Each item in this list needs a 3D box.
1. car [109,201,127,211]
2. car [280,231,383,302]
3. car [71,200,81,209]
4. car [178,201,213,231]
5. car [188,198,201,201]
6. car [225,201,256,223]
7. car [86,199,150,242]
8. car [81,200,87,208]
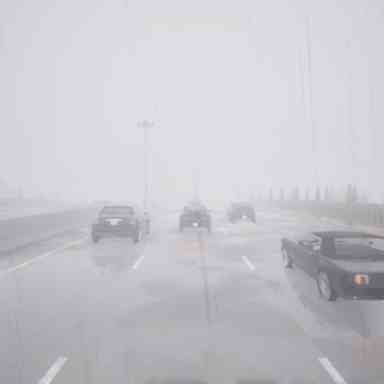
[{"bbox_3d":[-13.707,2.678,61.688,2.128,1.511,4.902,0,-6,0],"label":"car"},{"bbox_3d":[3.636,1.606,8.223,1.895,1.301,4.718,0,0,0],"label":"car"},{"bbox_3d":[-17.262,1.962,52.342,2.033,1.411,5.357,0,-3,1],"label":"car"},{"bbox_3d":[0.192,1.504,20.356,1.837,1.490,4.892,0,0,0],"label":"car"},{"bbox_3d":[0.279,1.506,38.524,1.837,1.490,4.892,0,0,0],"label":"car"},{"bbox_3d":[3.719,1.509,25.943,1.837,1.490,4.892,0,0,0],"label":"car"},{"bbox_3d":[-3.325,1.346,16.354,2.097,1.767,4.553,0,0,0],"label":"car"},{"bbox_3d":[-10.378,1.530,37.609,2.033,1.411,5.357,0,0,1],"label":"car"}]
